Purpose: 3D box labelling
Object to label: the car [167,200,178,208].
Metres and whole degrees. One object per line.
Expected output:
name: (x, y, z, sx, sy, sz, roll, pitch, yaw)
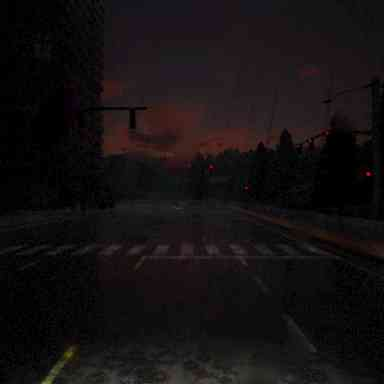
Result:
car: (-3.531, 2.232, 61.696, 1.994, 1.385, 4.181, 0, -1, -1)
